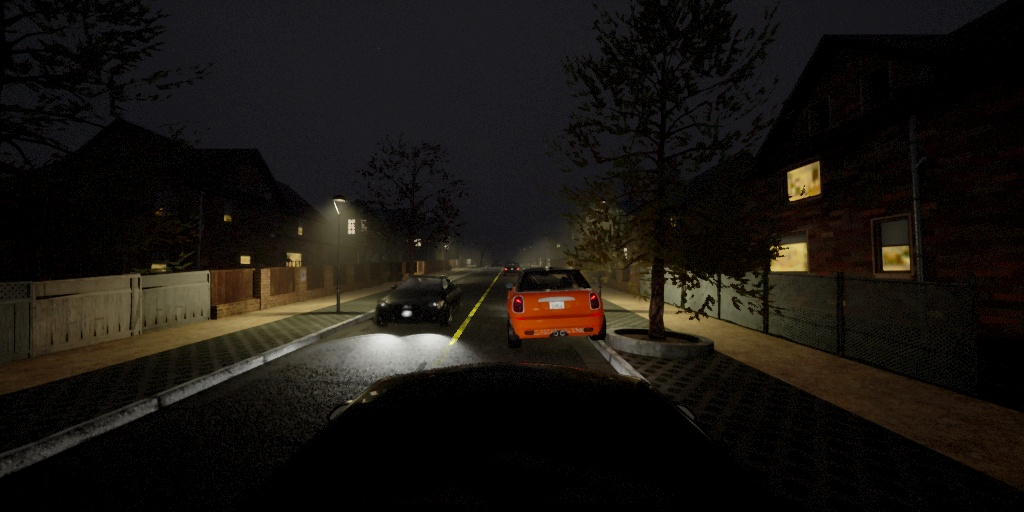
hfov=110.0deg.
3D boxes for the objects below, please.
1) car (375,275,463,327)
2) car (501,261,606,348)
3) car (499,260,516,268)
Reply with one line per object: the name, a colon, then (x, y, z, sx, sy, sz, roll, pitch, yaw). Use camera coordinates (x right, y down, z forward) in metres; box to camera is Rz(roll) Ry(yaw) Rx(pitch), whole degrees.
car: (-2.766, 1.326, 11.431, 1.994, 1.385, 4.181, 0, 0, 0)
car: (0.910, 1.060, 9.434, 2.097, 1.767, 4.553, -3, -1, 0)
car: (0.018, 1.359, 38.211, 2.033, 1.411, 5.357, 0, 0, 0)
